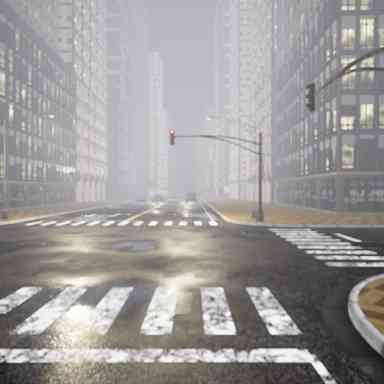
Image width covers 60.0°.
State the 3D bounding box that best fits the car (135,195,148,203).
[{"bbox_3d":[-9.854,1.382,65.195,2.033,1.411,5.357,0,0,0],"label":"car"}]

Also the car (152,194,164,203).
[{"bbox_3d":[-6.604,1.187,65.230,2.097,1.767,4.553,0,0,0],"label":"car"}]

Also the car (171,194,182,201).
[{"bbox_3d":[-3.363,1.189,71.038,2.128,1.511,4.902,0,0,0],"label":"car"}]

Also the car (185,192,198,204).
[{"bbox_3d":[-0.097,1.059,61.072,2.150,2.045,5.566,0,0,0],"label":"car"}]

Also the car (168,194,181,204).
[{"bbox_3d":[-3.347,1.438,61.067,1.895,1.301,4.718,0,0,0],"label":"car"}]
